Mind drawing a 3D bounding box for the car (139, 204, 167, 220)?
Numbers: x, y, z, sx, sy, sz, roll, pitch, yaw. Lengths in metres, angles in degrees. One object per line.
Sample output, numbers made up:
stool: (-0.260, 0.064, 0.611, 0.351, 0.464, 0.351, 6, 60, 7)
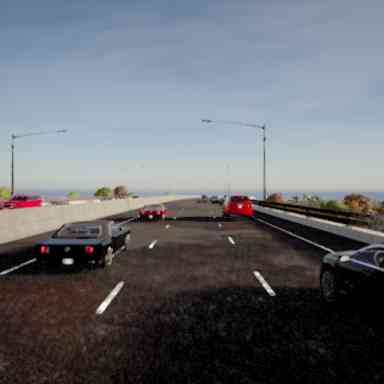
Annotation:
car: (-3.157, 1.625, 28.053, 1.895, 1.301, 4.718, 0, 0, 1)

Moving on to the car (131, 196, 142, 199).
car: (-12.390, 1.525, 74.165, 1.882, 1.535, 5.008, 0, 0, 2)

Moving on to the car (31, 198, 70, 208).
car: (-13.751, 1.581, 33.827, 2.033, 1.411, 5.357, 0, 0, 1)

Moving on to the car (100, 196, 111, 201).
car: (-19.348, 1.546, 75.309, 2.128, 1.511, 4.902, 0, 0, 2)

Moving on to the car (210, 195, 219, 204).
car: (4.733, 1.711, 64.572, 1.895, 1.301, 4.718, 0, 0, 2)

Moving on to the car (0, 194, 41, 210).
car: (-17.250, 1.251, 33.821, 2.150, 2.045, 5.566, 0, 0, 1)

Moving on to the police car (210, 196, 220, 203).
police car: (5.181, 1.656, 75.457, 2.038, 1.542, 4.974, 0, 0, 3)

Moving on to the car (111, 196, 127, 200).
car: (-15.887, 1.571, 74.321, 2.128, 1.511, 4.902, 0, 0, 2)

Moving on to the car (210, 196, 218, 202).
car: (5.698, 1.731, 86.366, 1.812, 1.442, 4.674, 0, 0, 3)

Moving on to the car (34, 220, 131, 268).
car: (-3.354, 1.597, 11.268, 1.895, 1.301, 4.718, 0, 0, 0)

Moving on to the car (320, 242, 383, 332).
car: (3.617, 1.490, 5.164, 2.128, 1.511, 4.902, 0, 0, 0)

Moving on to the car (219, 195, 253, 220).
car: (3.859, 1.250, 28.935, 2.150, 2.045, 5.566, 0, 0, 1)
